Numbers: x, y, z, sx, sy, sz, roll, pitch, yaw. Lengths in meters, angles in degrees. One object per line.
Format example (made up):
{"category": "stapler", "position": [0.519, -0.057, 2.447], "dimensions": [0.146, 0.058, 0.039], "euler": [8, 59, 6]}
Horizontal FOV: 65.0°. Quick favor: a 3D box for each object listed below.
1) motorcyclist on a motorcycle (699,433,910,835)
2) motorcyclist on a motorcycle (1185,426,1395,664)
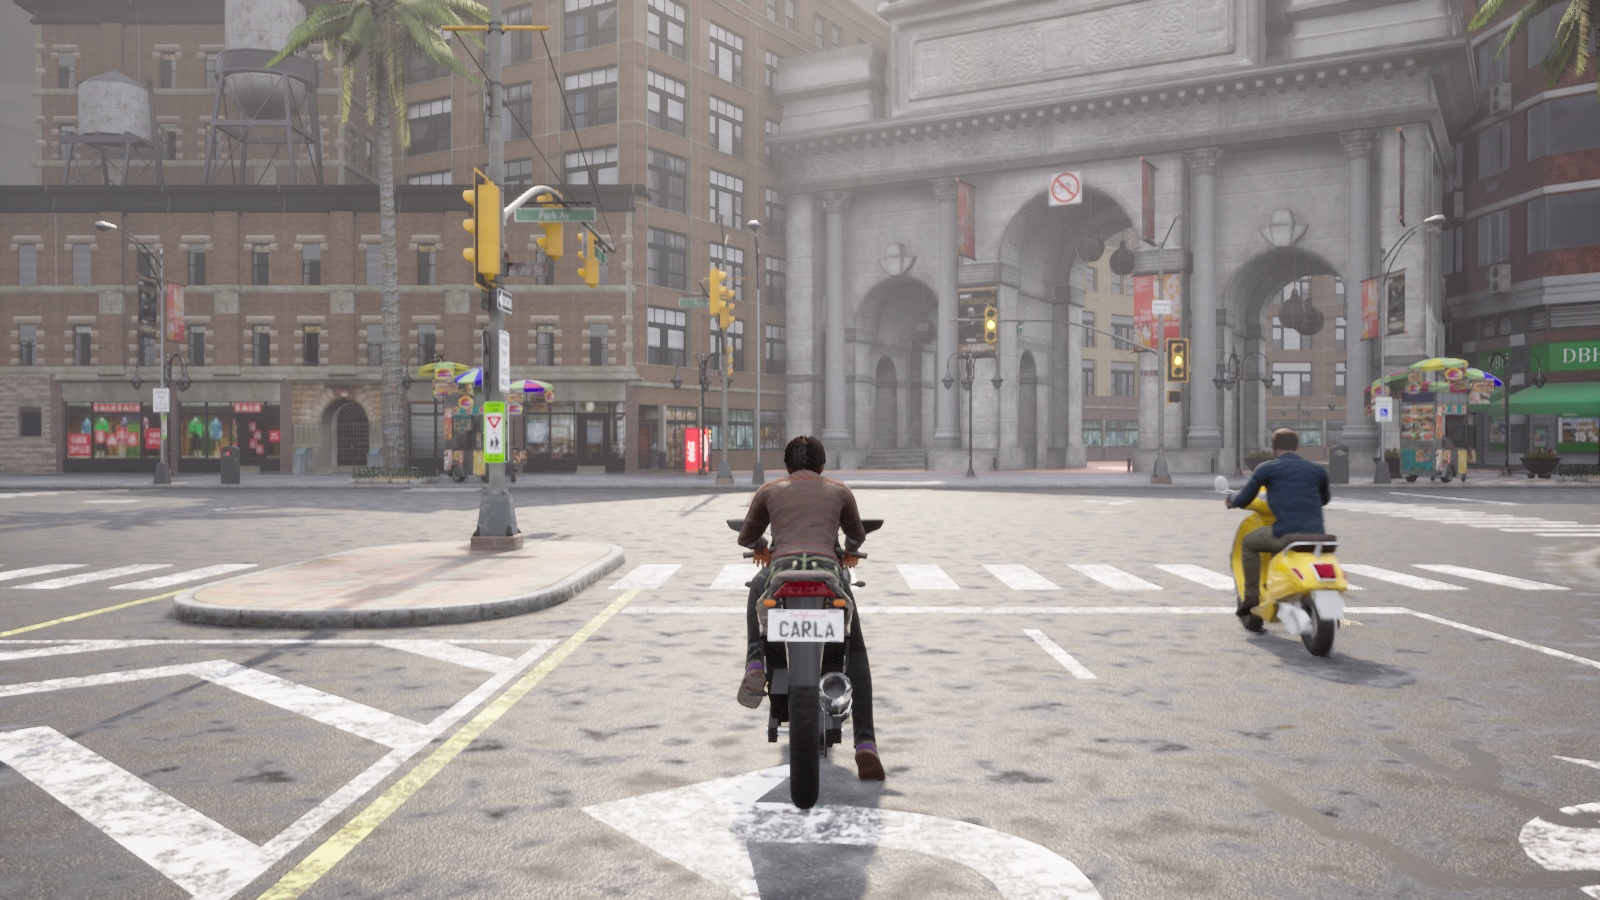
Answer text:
{"category": "motorcyclist on a motorcycle", "position": [0.022, 0.691, 5.781], "dimensions": [0.797, 1.523, 2.044], "euler": [0, 0, 0]}
{"category": "motorcyclist on a motorcycle", "position": [3.553, 0.643, 9.299], "dimensions": [0.866, 1.590, 1.817], "euler": [0, -1, 1]}
